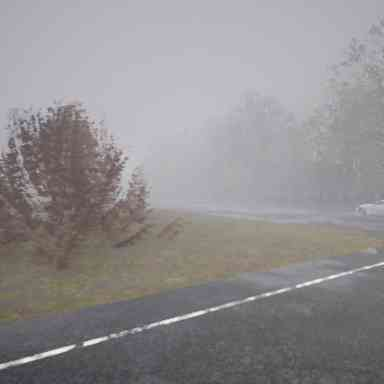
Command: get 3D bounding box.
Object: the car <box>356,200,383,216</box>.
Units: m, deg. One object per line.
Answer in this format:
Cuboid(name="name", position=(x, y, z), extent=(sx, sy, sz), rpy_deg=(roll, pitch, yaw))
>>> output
Cuboid(name="car", position=(15.583, 1.297, 26.593), extent=(1.812, 1.442, 4.674), rpy_deg=(0, 1, -35))
